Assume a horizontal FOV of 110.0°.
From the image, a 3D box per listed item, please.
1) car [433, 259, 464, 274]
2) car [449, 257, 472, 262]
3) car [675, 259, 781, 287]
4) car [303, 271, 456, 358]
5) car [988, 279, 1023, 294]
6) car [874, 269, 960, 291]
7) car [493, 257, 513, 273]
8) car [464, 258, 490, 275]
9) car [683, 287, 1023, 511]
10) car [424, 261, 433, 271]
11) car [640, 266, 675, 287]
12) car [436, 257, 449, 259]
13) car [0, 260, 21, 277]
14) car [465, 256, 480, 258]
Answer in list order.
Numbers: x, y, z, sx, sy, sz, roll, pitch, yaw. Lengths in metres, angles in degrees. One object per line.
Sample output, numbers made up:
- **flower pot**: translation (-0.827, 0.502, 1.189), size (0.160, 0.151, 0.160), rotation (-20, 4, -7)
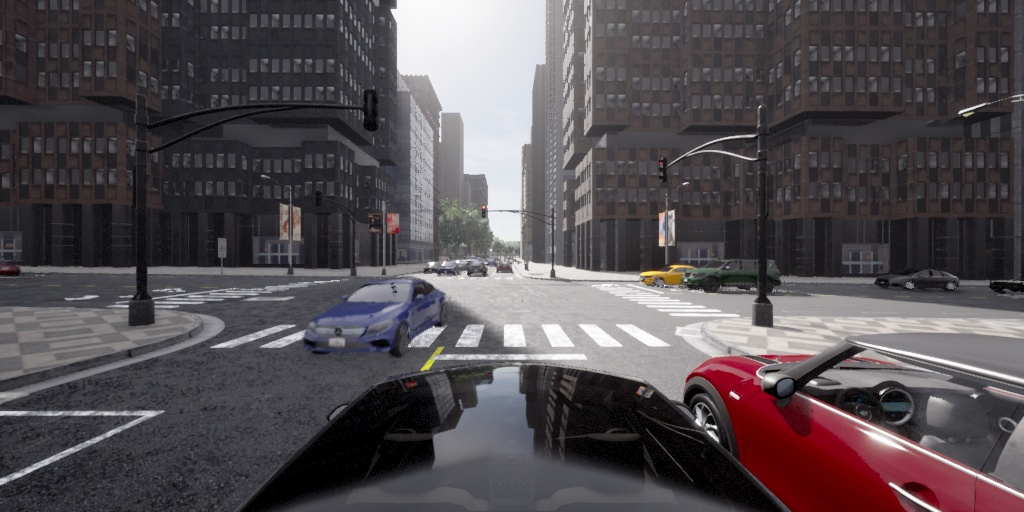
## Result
- **car**: translation (-6.684, 1.290, 38.334), size (2.033, 1.411, 5.357), rotation (0, 0, -1)
- **car**: translation (-6.831, 1.256, 48.601), size (2.128, 1.511, 4.902), rotation (0, 0, -1)
- **car**: translation (13.576, 1.189, 22.346), size (5.566, 2.045, 2.150), rotation (1, 0, -1)
- **car**: translation (-2.900, 1.272, 8.711), size (1.812, 1.442, 4.674), rotation (0, 0, 5)
- **car**: translation (33.373, 1.857, 22.594), size (4.718, 1.301, 1.895), rotation (1, 0, -1)
- **car**: translation (29.064, 1.695, 25.791), size (4.892, 1.490, 1.837), rotation (1, 0, -1)
- **car**: translation (-0.904, 1.193, 43.539), size (1.967, 1.591, 4.097), rotation (0, 0, -1)
- **car**: translation (-3.621, 1.267, 38.196), size (1.812, 1.442, 4.674), rotation (0, 0, -1)
- **car**: translation (2.761, 1.190, 2.173), size (1.967, 1.591, 4.097), rotation (0, 0, 0)
- **car**: translation (-9.428, 1.319, 43.426), size (1.948, 1.339, 4.313), rotation (0, 0, -1)
- **car**: translation (11.722, 1.415, 25.568), size (5.008, 1.535, 1.882), rotation (1, 0, -1)
- **car**: translation (-9.502, 1.079, 48.851), size (2.192, 1.841, 5.009), rotation (0, 0, -1)
- **car**: translation (-37.266, 0.807, 24.934), size (4.181, 1.385, 1.994), rotation (1, 0, -1)
- **car**: translation (-6.961, 1.009, 59.232), size (2.150, 2.045, 5.566), rotation (0, 0, 0)
